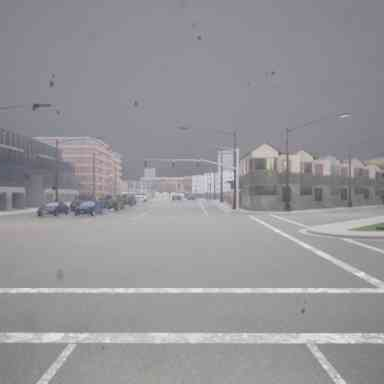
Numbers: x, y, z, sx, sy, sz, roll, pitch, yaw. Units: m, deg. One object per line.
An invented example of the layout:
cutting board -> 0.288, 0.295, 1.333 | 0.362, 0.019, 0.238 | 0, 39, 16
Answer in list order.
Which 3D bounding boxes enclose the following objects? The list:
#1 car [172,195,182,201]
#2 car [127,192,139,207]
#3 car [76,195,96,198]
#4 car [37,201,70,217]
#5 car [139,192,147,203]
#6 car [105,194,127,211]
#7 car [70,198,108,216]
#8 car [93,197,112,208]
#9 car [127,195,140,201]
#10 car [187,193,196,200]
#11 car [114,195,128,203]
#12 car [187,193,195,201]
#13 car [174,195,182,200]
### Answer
car -> -3.630, 1.331, 77.408 | 2.128, 1.511, 4.902 | 0, -1, 0
car -> -10.677, 1.298, 54.963 | 2.150, 2.045, 5.566 | 0, 1, 0
car -> -14.169, 1.421, 43.819 | 2.150, 2.045, 5.566 | 0, 0, 0
car -> -14.161, 1.712, 34.248 | 1.812, 1.442, 4.674 | 0, 0, 0
car -> -10.616, 1.067, 68.510 | 2.150, 2.045, 5.566 | 0, 1, 0
car -> -10.665, 1.413, 44.617 | 2.150, 2.045, 5.566 | 0, 1, 1
car -> -10.660, 1.665, 34.685 | 1.882, 1.535, 5.008 | 0, 0, 0
car -> -14.176, 1.631, 53.116 | 1.812, 1.442, 4.674 | 0, 1, 0
car -> -14.136, 1.358, 80.528 | 2.033, 1.411, 5.357 | 0, 0, 0
car -> -0.148, 1.123, 87.818 | 2.097, 1.767, 4.553 | 0, -1, 0
car -> -14.125, 1.433, 66.416 | 1.994, 1.385, 4.181 | 0, 1, 1
car -> -0.131, 1.406, 77.859 | 1.895, 1.301, 4.718 | 0, -1, 0
car -> -3.648, 1.364, 87.866 | 1.895, 1.301, 4.718 | 0, -1, 0
